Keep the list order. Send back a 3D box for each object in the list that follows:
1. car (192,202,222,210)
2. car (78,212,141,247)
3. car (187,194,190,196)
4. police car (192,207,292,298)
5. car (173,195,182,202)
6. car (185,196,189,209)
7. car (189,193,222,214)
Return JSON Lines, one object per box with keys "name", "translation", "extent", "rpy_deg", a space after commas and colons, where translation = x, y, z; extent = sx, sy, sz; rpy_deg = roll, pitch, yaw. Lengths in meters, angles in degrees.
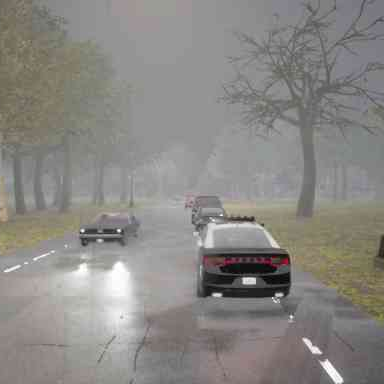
{"name": "car", "translation": [1.049, 1.513, 18.578], "extent": [1.837, 1.490, 4.892], "rpy_deg": [0, 0, 0]}
{"name": "car", "translation": [-3.600, 1.606, 15.263], "extent": [1.895, 1.301, 4.718], "rpy_deg": [0, 0, 0]}
{"name": "car", "translation": [0.000, 1.279, 60.139], "extent": [2.150, 2.045, 5.566], "rpy_deg": [0, 0, 0]}
{"name": "police car", "translation": [1.050, 1.428, 8.685], "extent": [1.930, 1.638, 5.238], "rpy_deg": [0, 0, 0]}
{"name": "car", "translation": [-3.501, 1.455, 79.718], "extent": [2.097, 1.767, 4.553], "rpy_deg": [0, 0, 0]}
{"name": "car", "translation": [0.014, 1.598, 45.693], "extent": [1.994, 1.385, 4.181], "rpy_deg": [0, 0, 0]}
{"name": "car", "translation": [1.050, 1.235, 24.608], "extent": [2.150, 2.045, 5.566], "rpy_deg": [0, 0, 0]}
